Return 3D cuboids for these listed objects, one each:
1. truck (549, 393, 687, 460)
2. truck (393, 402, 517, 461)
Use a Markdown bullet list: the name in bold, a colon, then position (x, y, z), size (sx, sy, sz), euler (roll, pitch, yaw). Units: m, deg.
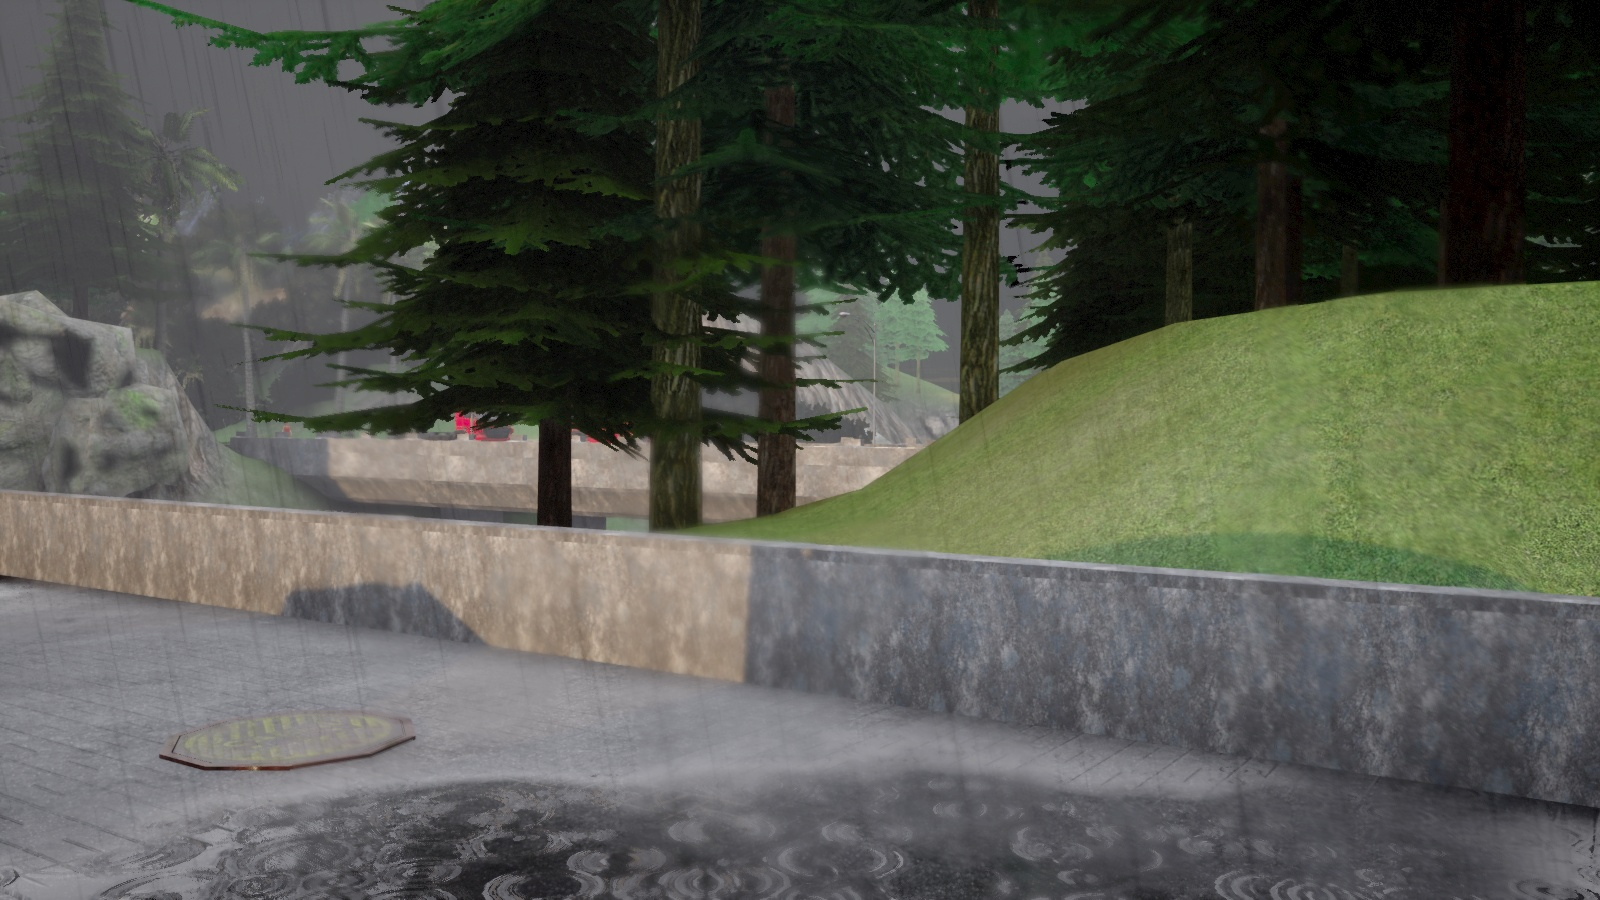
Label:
- **truck**: position (-11.040, -1.368, 75.748), size (8.468, 3.827, 2.891), euler (0, 1, 34)
- **truck**: position (-21.437, -1.119, 77.842), size (7.936, 3.462, 2.891), euler (0, 1, 34)
